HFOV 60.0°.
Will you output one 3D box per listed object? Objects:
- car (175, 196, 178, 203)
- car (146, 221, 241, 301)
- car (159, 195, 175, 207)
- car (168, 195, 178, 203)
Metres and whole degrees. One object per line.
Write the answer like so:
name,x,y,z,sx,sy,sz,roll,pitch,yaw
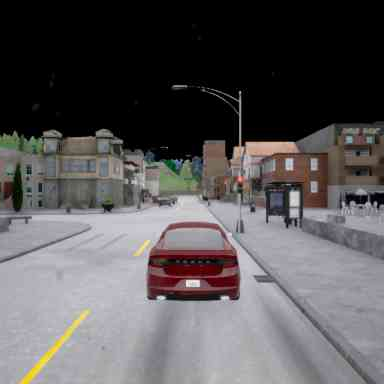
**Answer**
car,-4.072,1.601,61.273,1.895,1.301,4.718,0,0,0
car,0.048,1.478,8.396,1.882,1.535,5.008,0,0,1
car,-4.110,1.505,51.968,1.837,1.490,4.892,0,0,0
car,-4.015,1.500,71.640,1.837,1.490,4.892,0,0,0
